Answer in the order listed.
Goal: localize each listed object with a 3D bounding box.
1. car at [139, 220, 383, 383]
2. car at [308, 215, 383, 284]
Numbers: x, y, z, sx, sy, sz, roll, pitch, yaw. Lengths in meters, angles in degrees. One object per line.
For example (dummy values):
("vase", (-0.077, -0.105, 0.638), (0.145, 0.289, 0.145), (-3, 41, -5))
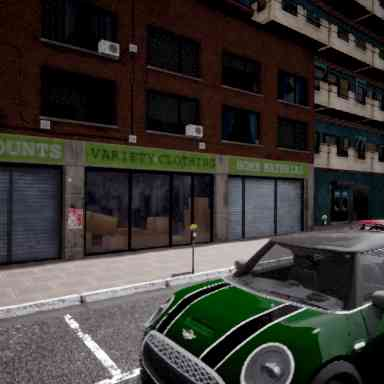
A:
("car", (1.632, 1.353, 4.237), (4.553, 1.767, 2.097), (0, 0, -36))
("car", (5.767, 1.548, 10.209), (4.507, 1.381, 1.887), (0, 1, -36))
